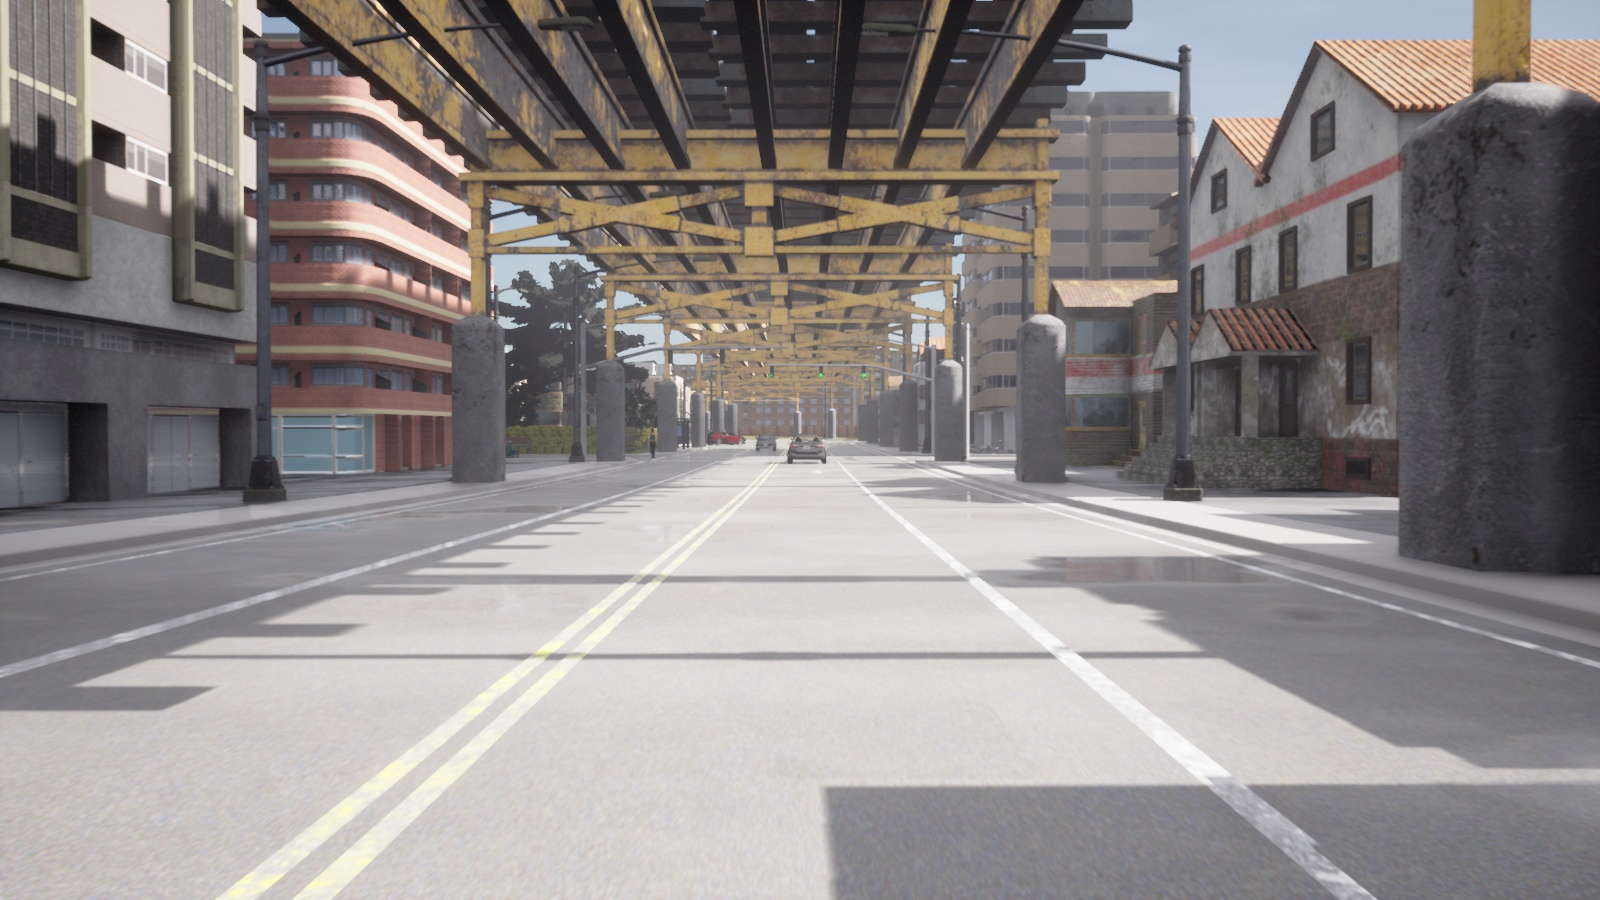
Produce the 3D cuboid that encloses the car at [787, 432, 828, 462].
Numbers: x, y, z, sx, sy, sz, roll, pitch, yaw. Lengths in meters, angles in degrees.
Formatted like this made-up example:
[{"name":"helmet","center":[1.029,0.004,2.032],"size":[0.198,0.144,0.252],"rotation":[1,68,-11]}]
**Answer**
[{"name":"car","center":[0.403,-0.189,71.436],"size":[2.242,1.667,4.611],"rotation":[0,1,0]}]
